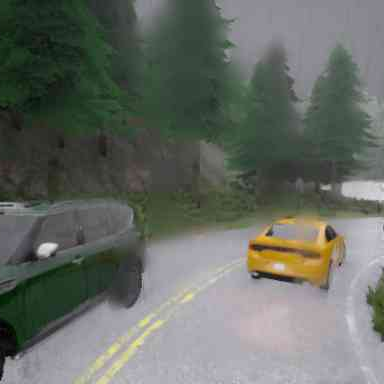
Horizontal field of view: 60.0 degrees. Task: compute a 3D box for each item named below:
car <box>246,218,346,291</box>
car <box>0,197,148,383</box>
[{"bbox_3d":[3.146,1.498,9.463,1.882,1.535,5.008,3,1,30],"label":"car"},{"bbox_3d":[-2.564,1.137,5.081,2.150,2.045,5.566,1,1,16],"label":"car"}]
